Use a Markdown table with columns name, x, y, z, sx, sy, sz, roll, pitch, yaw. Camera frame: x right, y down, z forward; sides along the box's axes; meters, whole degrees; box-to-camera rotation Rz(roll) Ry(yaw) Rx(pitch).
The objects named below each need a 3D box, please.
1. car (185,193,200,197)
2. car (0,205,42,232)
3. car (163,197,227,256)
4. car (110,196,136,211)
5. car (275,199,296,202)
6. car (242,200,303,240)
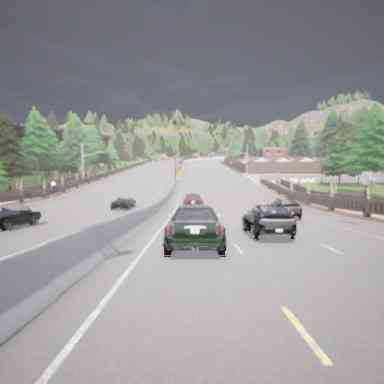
| name | x | y | z | sx | sy | sz | roll | pitch | yaw |
| --- | --- | --- | --- | --- | --- | --- | --- | --- | --- |
| car | 0.092 | 0.887 | 33.841 | 2.097 | 1.767 | 4.553 | 0 | 3 | 0 |
| car | -10.558 | 1.441 | 19.068 | 1.895 | 1.301 | 4.718 | 0 | 0 | 0 |
| car | 0.097 | 1.246 | 12.757 | 2.097 | 1.767 | 4.553 | 0 | 1 | 0 |
| car | -7.020 | 1.117 | 34.160 | 1.895 | 1.301 | 4.718 | 0 | 3 | 0 |
| car | 7.094 | 1.268 | 25.923 | 2.128 | 1.511 | 4.902 | 0 | 1 | 0 |
| car | 3.596 | 1.356 | 16.104 | 2.128 | 1.511 | 4.902 | 0 | 0 | 0 |
